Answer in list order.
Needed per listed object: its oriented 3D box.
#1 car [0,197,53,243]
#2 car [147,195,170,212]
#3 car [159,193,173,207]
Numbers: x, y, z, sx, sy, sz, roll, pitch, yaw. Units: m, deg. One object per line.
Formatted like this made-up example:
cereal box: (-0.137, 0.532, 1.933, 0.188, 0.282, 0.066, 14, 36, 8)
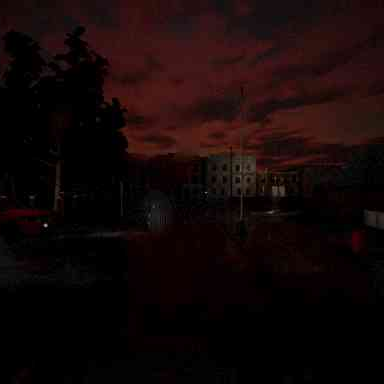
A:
car: (-9.632, 1.221, 15.839, 5.566, 2.045, 2.150, 0, 0, 4)
car: (-4.139, 1.491, 39.465, 2.128, 1.511, 4.902, 0, 0, 0)
car: (-4.118, 1.221, 50.054, 2.150, 2.045, 5.566, 0, 0, 1)
